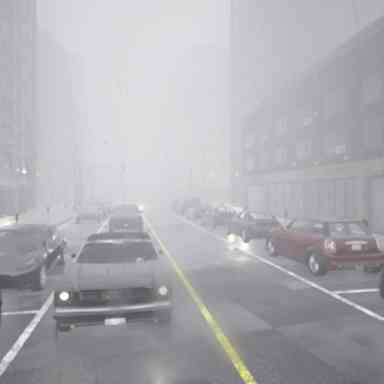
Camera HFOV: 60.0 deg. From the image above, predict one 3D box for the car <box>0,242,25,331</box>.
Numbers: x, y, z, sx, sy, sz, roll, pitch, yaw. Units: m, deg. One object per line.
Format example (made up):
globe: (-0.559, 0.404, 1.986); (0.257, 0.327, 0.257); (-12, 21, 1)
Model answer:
car: (-3.454, 1.566, 3.404); (1.947, 1.339, 4.313); (0, 0, -11)

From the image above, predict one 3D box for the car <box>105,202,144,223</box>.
car: (-3.967, 1.477, 20.104); (1.882, 1.535, 5.008); (0, 0, -11)

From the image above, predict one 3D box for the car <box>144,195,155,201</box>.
car: (-9.999, 1.464, 80.612); (1.967, 1.590, 4.097); (0, 0, -12)

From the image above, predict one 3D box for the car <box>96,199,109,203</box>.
car: (-8.702, 1.565, 30.526); (1.947, 1.339, 4.313); (0, 0, -11)

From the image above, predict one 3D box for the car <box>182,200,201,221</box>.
car: (0.717, 1.565, 26.729); (1.947, 1.339, 4.313); (0, 0, -11)

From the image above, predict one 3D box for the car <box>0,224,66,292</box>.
car: (-4.503, 1.566, 8.828); (1.947, 1.339, 4.313); (0, 0, -11)

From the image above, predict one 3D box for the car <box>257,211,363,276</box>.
car: (3.865, 1.439, 10.460); (1.967, 1.590, 4.097); (0, 0, -11)

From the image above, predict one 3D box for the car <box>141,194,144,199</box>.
car: (-12.390, 1.617, 91.666); (1.802, 1.307, 4.206); (0, 0, -12)

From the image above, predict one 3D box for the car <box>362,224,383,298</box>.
car: (4.914, 1.440, 5.037); (1.967, 1.590, 4.097); (0, 0, -11)

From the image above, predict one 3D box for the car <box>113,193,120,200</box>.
car: (-20.725, 1.476, 89.872); (1.967, 1.590, 4.097); (0, 0, -12)

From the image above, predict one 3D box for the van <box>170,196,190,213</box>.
van: (-1.381, 1.340, 37.575); (1.690, 1.788, 3.998); (0, 0, -11)

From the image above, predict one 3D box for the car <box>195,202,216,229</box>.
car: (1.766, 1.550, 21.306); (2.008, 1.369, 4.403); (0, 0, -11)

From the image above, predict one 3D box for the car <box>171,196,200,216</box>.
car: (-0.332, 1.314, 32.152); (2.192, 1.841, 5.009); (0, 0, -11)

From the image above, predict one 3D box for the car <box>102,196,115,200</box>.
car: (-9.751, 1.439, 35.951); (1.967, 1.590, 4.097); (0, 0, -11)

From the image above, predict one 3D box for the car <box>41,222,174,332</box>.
car: (-1.559, 1.601, 7.080); (1.895, 1.301, 4.718); (0, 0, -11)

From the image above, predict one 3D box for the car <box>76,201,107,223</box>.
car: (-7.652, 1.581, 25.102); (1.802, 1.307, 4.206); (0, 0, -11)

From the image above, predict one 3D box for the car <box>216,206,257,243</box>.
car: (2.816, 1.550, 15.883); (2.008, 1.369, 4.403); (0, 0, -11)
